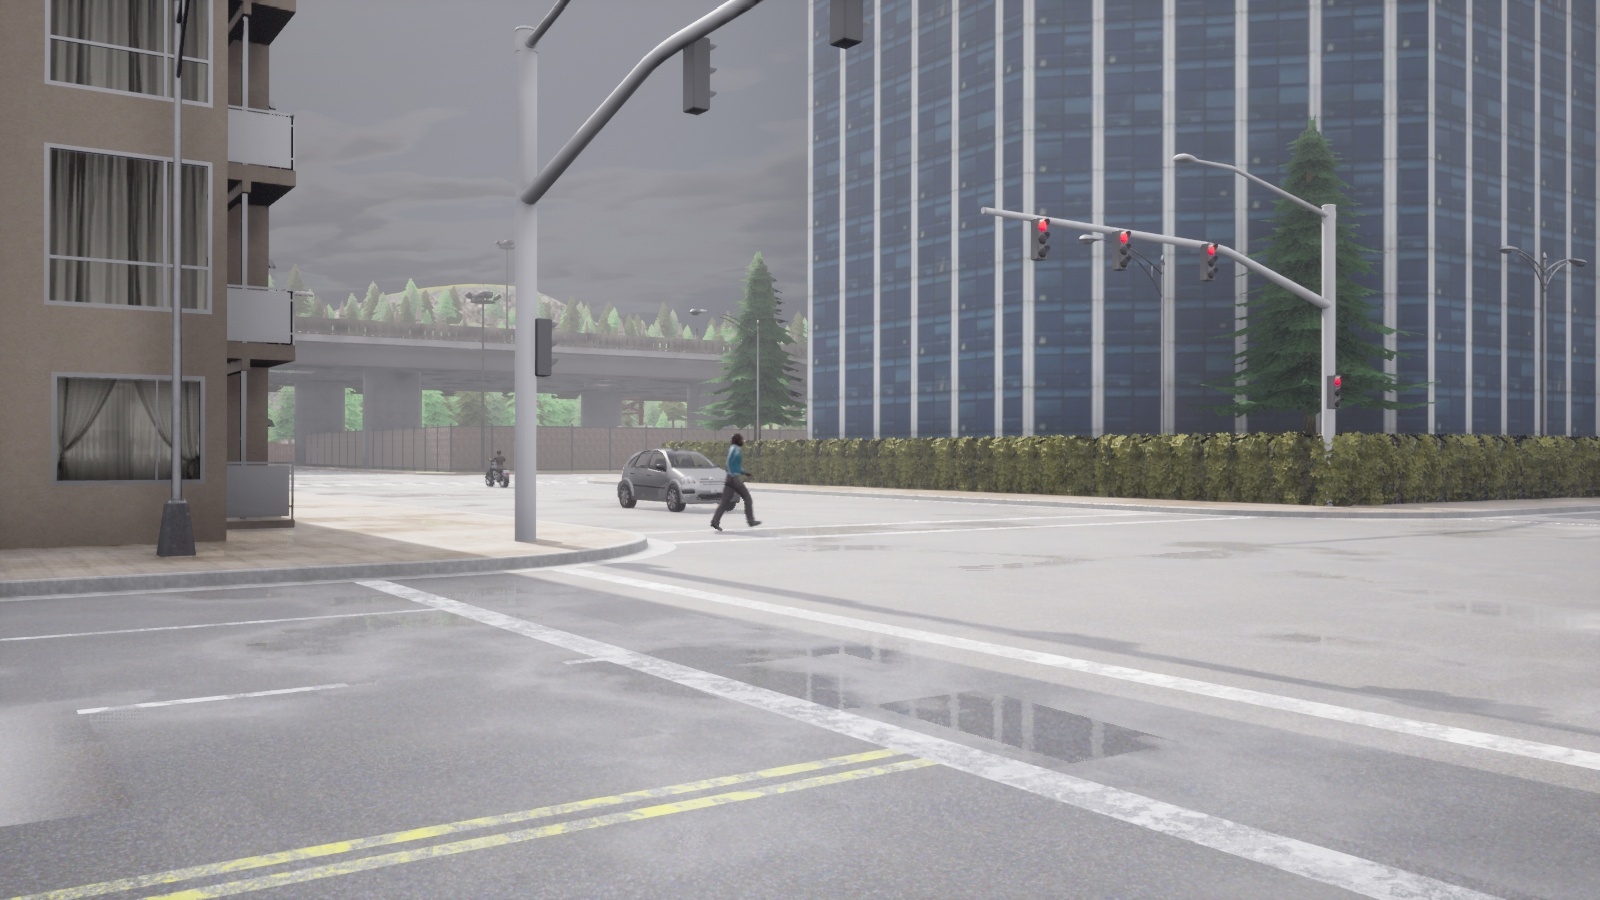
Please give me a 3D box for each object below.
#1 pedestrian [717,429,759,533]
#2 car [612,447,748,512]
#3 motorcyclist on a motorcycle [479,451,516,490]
[{"bbox_3d":[-1.159,0.573,23.426,0.692,1.930,0.396,0,0,-16],"label":"pedestrian"},{"bbox_3d":[-3.219,0.730,32.986,1.851,1.617,3.988,0,0,-34],"label":"car"},{"bbox_3d":[-12.880,0.852,53.387,0.766,1.649,2.350,0,0,-34],"label":"motorcyclist on a motorcycle"}]
